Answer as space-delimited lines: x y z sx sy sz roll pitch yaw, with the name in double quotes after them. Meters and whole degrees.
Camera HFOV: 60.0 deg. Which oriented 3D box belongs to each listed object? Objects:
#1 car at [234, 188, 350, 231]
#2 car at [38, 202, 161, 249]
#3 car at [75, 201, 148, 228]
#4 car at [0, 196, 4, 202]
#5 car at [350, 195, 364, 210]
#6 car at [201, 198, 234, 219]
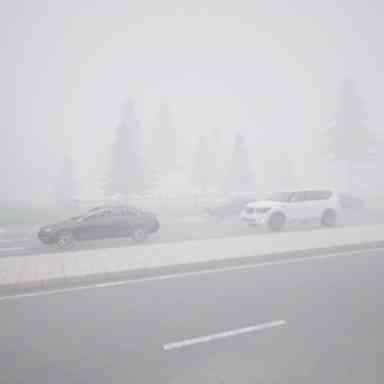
5.347 0.833 17.717 5.566 2.045 2.150 -2 1 -22 "car"
-3.758 1.360 13.939 4.902 1.511 2.128 -2 1 -23 "car"
-5.091 1.353 20.966 4.181 1.385 1.994 -2 1 -23 "car"
-39.522 1.415 67.543 1.895 1.301 4.718 -2 1 -22 "car"
12.451 0.858 28.230 4.181 1.385 1.994 -2 1 -22 "car"
3.415 1.096 24.497 5.357 1.411 2.033 -2 1 -23 "car"
